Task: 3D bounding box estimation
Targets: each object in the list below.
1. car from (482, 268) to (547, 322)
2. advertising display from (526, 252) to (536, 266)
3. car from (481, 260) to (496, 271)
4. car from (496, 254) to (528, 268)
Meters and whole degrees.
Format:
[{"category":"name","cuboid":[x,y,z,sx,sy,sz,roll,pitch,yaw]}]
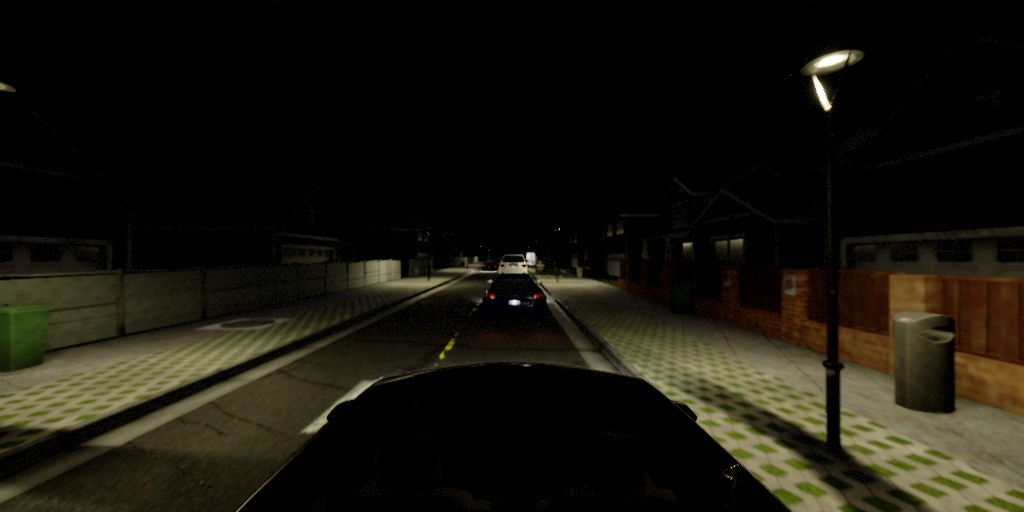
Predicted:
[{"category":"car","cuboid":[0.084,1.284,12.246,1.994,1.385,4.181,0,0,0]},{"category":"advertising display","cuboid":[3.058,0.616,58.020,1.540,2.440,0.280,0,0,0]},{"category":"car","cuboid":[-2.798,1.191,45.879,1.994,1.385,4.181,0,0,0]},{"category":"car","cuboid":[0.108,0.894,29.105,2.150,2.045,5.566,0,0,0]}]
